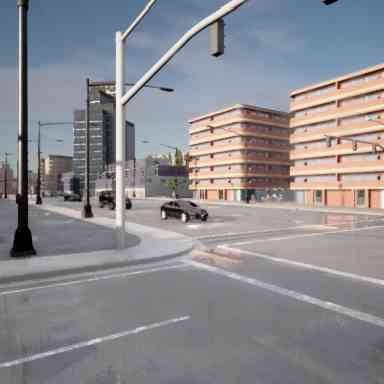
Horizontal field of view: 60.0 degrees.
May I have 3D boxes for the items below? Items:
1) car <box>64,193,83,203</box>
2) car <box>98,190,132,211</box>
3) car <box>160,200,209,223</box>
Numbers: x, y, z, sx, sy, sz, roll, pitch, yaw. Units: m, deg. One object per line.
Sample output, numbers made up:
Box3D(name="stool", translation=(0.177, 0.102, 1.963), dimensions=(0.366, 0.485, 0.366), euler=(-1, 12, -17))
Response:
Box3D(name="car", translation=(-18.119, 0.914, 50.583), dimensions=(1.994, 1.385, 4.181), euler=(0, 1, -34))
Box3D(name="car", translation=(-8.466, 0.873, 36.328), dimensions=(2.150, 2.045, 5.566), euler=(0, 1, -34))
Box3D(name="car", translation=(-0.655, 1.373, 24.866), dimensions=(1.837, 1.490, 4.892), euler=(0, 1, -34))
